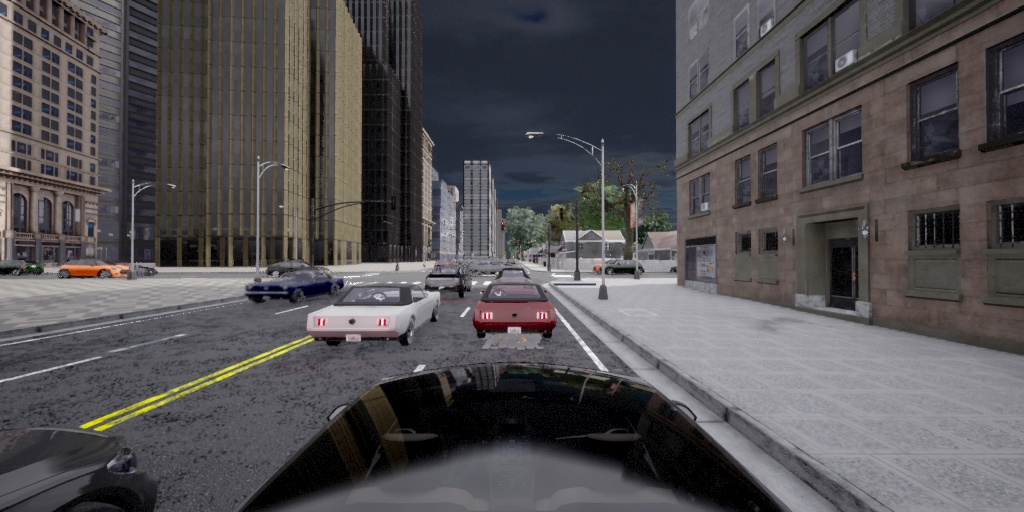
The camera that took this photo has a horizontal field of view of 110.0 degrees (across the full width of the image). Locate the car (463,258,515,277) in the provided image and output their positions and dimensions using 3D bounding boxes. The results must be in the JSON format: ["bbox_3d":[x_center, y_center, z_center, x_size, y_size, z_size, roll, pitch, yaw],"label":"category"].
[{"bbox_3d":[-1.874,1.227,34.531,4.902,1.511,2.128,0,-1,0],"label":"car"}]

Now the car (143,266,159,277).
[{"bbox_3d":[-35.694,1.302,33.301,4.181,1.385,1.994,0,-1,-5],"label":"car"}]

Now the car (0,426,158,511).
[{"bbox_3d":[-3.142,1.275,0.256,1.812,1.442,4.674,0,0,0],"label":"car"}]

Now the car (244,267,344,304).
[{"bbox_3d":[-9.735,1.352,16.493,1.895,1.301,4.718,0,0,2],"label":"car"}]

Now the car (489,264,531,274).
[{"bbox_3d":[0.049,1.316,18.875,1.994,1.385,4.181,0,0,0],"label":"car"}]

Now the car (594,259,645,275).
[{"bbox_3d":[11.505,1.124,37.922,4.553,1.767,2.097,0,-1,0],"label":"car"}]

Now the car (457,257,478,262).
[{"bbox_3d":[-6.738,1.258,54.386,1.837,1.490,4.892,0,0,0],"label":"car"}]

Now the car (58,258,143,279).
[{"bbox_3d":[-34.704,1.057,30.124,4.553,1.767,2.097,0,-1,-5],"label":"car"}]

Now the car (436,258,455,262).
[{"bbox_3d":[-9.987,1.105,52.560,2.097,1.767,4.553,0,0,0],"label":"car"}]

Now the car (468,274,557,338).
[{"bbox_3d":[0.058,1.351,10.118,1.895,1.301,4.718,0,0,0],"label":"car"}]

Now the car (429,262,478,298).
[{"bbox_3d":[-3.198,1.243,18.652,2.128,1.511,4.902,0,0,0],"label":"car"}]

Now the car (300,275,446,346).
[{"bbox_3d":[-3.176,1.352,9.398,1.895,1.301,4.718,0,0,0],"label":"car"}]

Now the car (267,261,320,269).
[{"bbox_3d":[-18.437,1.184,31.110,5.008,1.535,1.882,0,-1,-2],"label":"car"}]

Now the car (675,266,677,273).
[{"bbox_3d":[20.462,1.264,37.890,4.902,1.511,2.128,0,-1,0],"label":"car"}]

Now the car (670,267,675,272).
[{"bbox_3d":[21.099,1.353,41.137,5.357,1.411,2.033,0,-1,0],"label":"car"}]
